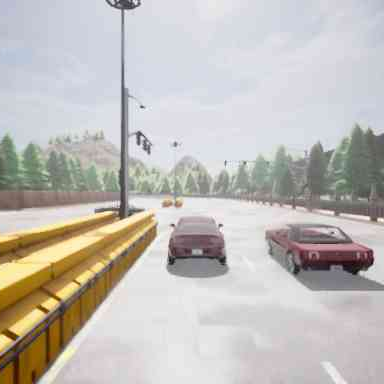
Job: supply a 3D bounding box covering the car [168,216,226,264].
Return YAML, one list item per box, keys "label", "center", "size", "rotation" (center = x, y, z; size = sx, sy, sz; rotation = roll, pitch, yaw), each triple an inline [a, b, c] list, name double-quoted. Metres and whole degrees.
- label: "car"
  center: [0.167, 1.566, 11.894]
  size: [1.812, 1.442, 4.674]
  rotation: [0, 0, 0]

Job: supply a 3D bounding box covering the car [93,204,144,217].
- label: "car"
  center: [-6.659, 1.704, 29.905]
  size: [4.718, 1.301, 1.895]
  rotation: [0, 0, 33]

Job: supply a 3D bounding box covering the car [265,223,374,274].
- label: "car"
  center: [3.659, 1.637, 10.593]
  size: [1.895, 1.301, 4.718]
  rotation: [0, 0, 0]
